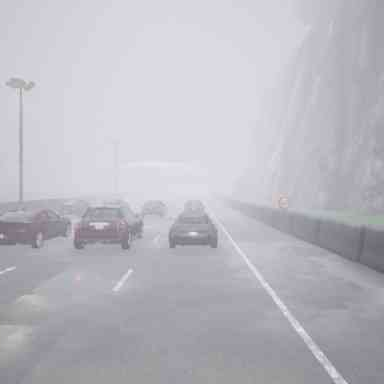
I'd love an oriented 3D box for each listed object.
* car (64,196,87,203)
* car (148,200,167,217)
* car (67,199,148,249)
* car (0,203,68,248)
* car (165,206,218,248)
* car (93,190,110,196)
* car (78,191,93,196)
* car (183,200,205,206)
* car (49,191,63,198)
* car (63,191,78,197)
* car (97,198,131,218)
[{"bbox_3d":[-10.322,1.395,29.601,1.812,1.442,4.674,0,1,0],"label":"car"},{"bbox_3d":[-3.322,1.421,29.548,2.033,1.411,5.357,0,1,0],"label":"car"},{"bbox_3d":[-3.439,1.333,14.521,2.097,1.767,4.553,0,0,0],"label":"car"},{"bbox_3d":[-6.938,1.454,14.579,1.882,1.535,5.008,0,0,0],"label":"car"},{"bbox_3d":[0.062,1.537,14.525,1.994,1.385,4.181,0,0,0],"label":"car"},{"bbox_3d":[-20.459,0.328,76.674,2.097,1.767,4.553,0,2,0],"label":"car"},{"bbox_3d":[-23.959,0.528,76.676,1.994,1.385,4.181,0,2,0],"label":"car"},{"bbox_3d":[0.178,1.419,29.520,2.033,1.411,5.357,0,1,0],"label":"car"},{"bbox_3d":[-30.959,0.520,76.730,2.033,1.411,5.357,0,2,0],"label":"car"},{"bbox_3d":[-27.459,0.530,76.703,1.994,1.385,4.181,0,2,0],"label":"car"},{"bbox_3d":[-6.822,1.376,29.574,1.837,1.490,4.892,0,1,0],"label":"car"}]
